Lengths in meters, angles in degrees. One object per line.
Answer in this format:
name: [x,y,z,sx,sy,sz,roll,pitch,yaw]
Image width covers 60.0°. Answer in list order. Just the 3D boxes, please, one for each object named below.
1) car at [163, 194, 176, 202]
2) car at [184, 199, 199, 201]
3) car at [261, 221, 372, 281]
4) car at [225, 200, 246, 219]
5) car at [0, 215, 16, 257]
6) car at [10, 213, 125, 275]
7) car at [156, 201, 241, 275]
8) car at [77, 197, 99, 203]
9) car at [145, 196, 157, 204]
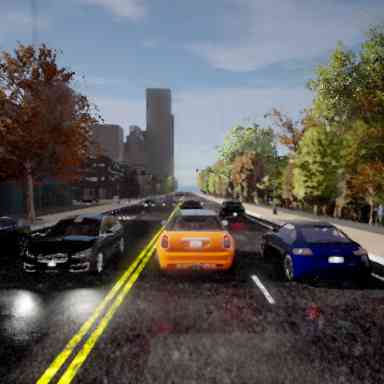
car: [-3.874,1.171,58.367,2.097,1.767,4.553,0,0,-1]
car: [-0.041,1.387,29.102,1.882,1.535,5.008,0,0,-1]
car: [3.346,1.533,9.719,1.994,1.385,4.181,0,0,0]
car: [3.231,1.418,27.545,1.837,1.490,4.892,0,0,-1]
car: [-6.607,1.460,9.902,2.128,1.511,4.902,0,0,0]
car: [-3.358,1.472,10.383,1.837,1.490,4.892,0,0,0]
car: [0.096,1.319,10.474,2.097,1.767,4.553,0,0,0]
car: [-20.713,1.617,66.349,4.313,1.339,1.947,-1,1,-1]
car: [-7.124,1.369,58.339,2.033,1.411,5.357,0,0,-1]
